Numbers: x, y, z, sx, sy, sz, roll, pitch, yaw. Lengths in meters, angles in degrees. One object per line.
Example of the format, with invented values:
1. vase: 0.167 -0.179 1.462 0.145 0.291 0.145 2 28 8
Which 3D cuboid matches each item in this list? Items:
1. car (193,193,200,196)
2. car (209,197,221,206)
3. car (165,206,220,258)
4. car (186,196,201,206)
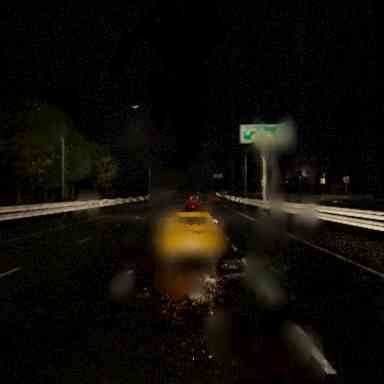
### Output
1. car: 0.551 1.652 72.785 1.882 1.535 5.008 0 0 1
2. car: 3.951 1.675 58.009 1.882 1.535 5.008 0 0 1
3. car: 0.019 1.550 13.146 1.882 1.535 5.008 0 0 0
4. car: 0.190 1.659 42.797 1.882 1.535 5.008 0 0 1
